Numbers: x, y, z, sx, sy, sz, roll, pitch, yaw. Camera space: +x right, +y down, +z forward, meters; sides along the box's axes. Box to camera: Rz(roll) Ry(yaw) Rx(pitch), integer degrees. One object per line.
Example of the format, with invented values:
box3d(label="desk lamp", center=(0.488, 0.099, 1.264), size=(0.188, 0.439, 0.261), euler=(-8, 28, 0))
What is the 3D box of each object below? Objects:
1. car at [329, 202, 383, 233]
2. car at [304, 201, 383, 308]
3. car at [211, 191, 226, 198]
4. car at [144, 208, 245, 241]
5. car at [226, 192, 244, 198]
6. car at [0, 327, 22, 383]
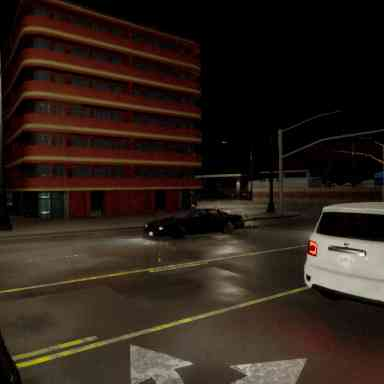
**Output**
box3d(label="car", center=(10.526, 1.423, 19.939), size=(5.008, 1.535, 1.882), euler=(0, 0, -35))
box3d(label="car", center=(4.767, 1.218, 7.130), size=(5.566, 2.045, 2.150), euler=(0, 0, -35))
box3d(label="car", center=(7.393, 0.671, 89.321), size=(4.611, 1.667, 2.242), euler=(-1, 1, -35))
box3d(label="car", center=(0.267, 1.539, 17.035), size=(5.357, 1.411, 2.033), euler=(0, 0, -35))
box3d(label="car", center=(11.360, 0.818, 85.096), size=(3.806, 1.475, 1.970), euler=(-1, 1, -35))
box3d(label="car", center=(-3.674, 1.222, 1.131), size=(5.566, 2.045, 2.150), euler=(0, 0, -35))
